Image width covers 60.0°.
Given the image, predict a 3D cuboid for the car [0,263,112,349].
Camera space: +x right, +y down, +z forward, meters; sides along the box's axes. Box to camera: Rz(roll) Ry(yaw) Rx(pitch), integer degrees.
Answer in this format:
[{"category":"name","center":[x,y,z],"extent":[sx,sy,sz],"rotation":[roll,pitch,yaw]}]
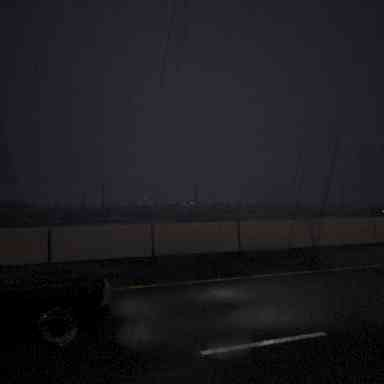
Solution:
[{"category":"car","center":[-3.666,1.601,5.114],"extent":[4.718,1.301,1.895],"rotation":[0,0,-18]}]
